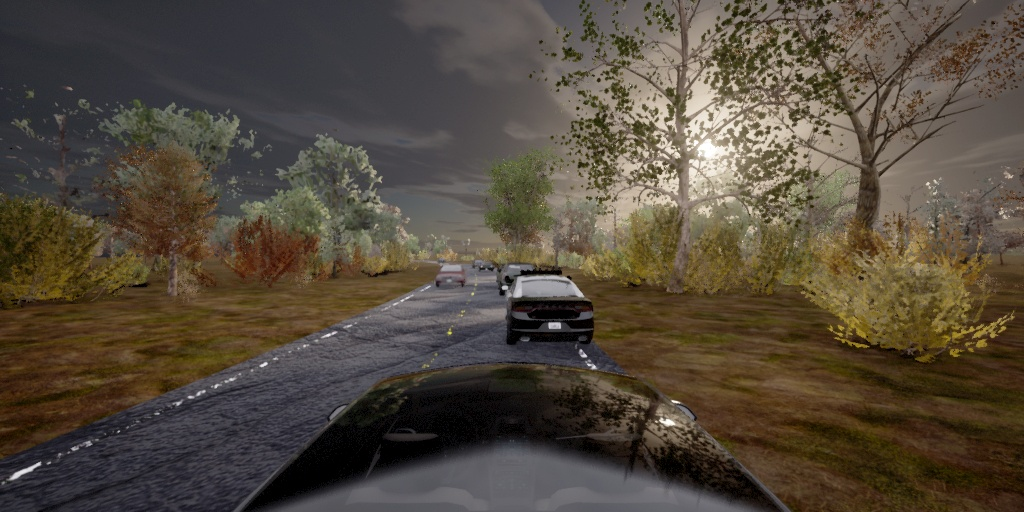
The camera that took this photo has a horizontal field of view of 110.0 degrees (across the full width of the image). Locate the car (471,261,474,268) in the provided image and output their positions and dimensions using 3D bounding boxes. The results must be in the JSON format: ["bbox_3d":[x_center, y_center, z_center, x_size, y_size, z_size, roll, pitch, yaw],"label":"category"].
[{"bbox_3d":[-5.593,1.287,58.802,2.033,1.411,5.357,0,0,-11],"label":"car"}]

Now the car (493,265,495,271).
[{"bbox_3d":[-0.155,1.252,25.658,1.837,1.490,4.892,0,0,-5],"label":"car"}]

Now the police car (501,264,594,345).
[{"bbox_3d":[0.765,1.174,9.670,1.930,1.638,5.238,0,0,-2],"label":"police car"}]

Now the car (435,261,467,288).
[{"bbox_3d":[-4.037,1.273,24.240,1.812,1.442,4.674,0,0,-5],"label":"car"}]

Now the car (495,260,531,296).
[{"bbox_3d":[0.291,1.098,19.598,2.097,1.767,4.553,0,0,-4],"label":"car"}]

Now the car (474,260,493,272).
[{"bbox_3d":[-3.496,1.343,46.563,1.895,1.301,4.718,0,0,-9],"label":"car"}]
